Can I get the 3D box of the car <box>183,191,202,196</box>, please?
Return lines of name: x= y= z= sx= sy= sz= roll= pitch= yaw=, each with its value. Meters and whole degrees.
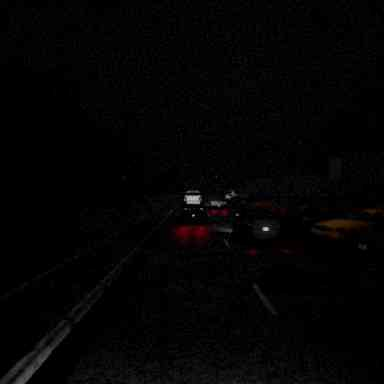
car: x=0.094 y=0.845 z=41.861 sx=2.150 sy=2.045 sz=5.566 roll=0 pitch=1 yaw=0

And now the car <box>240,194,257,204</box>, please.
car: x=7.894 y=1.240 z=32.928 sx=5.366 sy=1.575 sz=1.946 roll=0 pitch=1 yaw=-20

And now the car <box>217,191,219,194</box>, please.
car: x=8.092 y=0.899 z=65.810 sx=4.792 sy=1.488 sz=2.163 roll=1 pitch=0 yaw=-20

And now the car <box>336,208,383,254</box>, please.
car: x=8.042 y=1.492 z=12.090 sx=4.792 sy=1.488 sz=2.163 roll=1 pitch=1 yaw=-20

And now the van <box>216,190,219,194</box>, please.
van: x=7.960 y=0.619 z=68.734 sx=4.442 sy=1.987 sz=1.878 roll=1 pitch=1 yaw=-20

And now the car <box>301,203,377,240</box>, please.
car: x=7.897 y=1.439 z=15.018 sx=5.366 sy=1.575 sz=1.946 roll=1 pitch=1 yaw=-20

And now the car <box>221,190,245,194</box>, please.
car: x=8.096 y=0.724 z=53.880 sx=5.566 sy=2.045 sz=2.435 roll=1 pitch=0 yaw=-20

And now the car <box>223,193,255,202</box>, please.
car: x=8.073 y=0.946 z=56.847 sx=5.008 sy=1.535 sz=2.097 roll=1 pitch=1 yaw=-20

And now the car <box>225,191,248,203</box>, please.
car: x=8.077 y=1.008 z=50.882 sx=4.892 sy=1.521 sz=2.231 roll=1 pitch=1 yaw=-20

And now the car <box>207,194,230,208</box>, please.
car: x=3.098 y=1.246 z=40.330 sx=1.895 sy=1.301 sz=4.718 roll=0 pitch=1 yaw=0

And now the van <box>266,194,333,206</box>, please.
van: x=7.964 y=1.139 z=23.989 sx=4.442 sy=1.987 sz=1.878 roll=1 pitch=1 yaw=-20

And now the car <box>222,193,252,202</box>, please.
car: x=8.060 y=0.920 z=59.832 sx=4.892 sy=1.521 sz=2.231 roll=1 pitch=0 yaw=-20

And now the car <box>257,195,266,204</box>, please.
car: x=8.041 y=1.202 z=27.017 sx=4.553 sy=1.767 sz=2.185 roll=0 pitch=1 yaw=-20

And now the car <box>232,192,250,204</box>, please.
car: x=7.895 y=1.151 z=38.893 sx=5.366 sy=1.575 sz=1.946 roll=0 pitch=1 yaw=-20

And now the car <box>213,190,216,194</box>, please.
car: x=7.894 y=0.817 z=71.695 sx=5.366 sy=1.575 sz=1.946 roll=1 pitch=1 yaw=-20

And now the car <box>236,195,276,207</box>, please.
car: x=8.063 y=1.155 z=41.942 sx=4.674 sy=1.452 sz=2.002 roll=1 pitch=1 yaw=-20

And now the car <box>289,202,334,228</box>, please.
car: x=8.095 y=1.454 z=18.087 sx=4.792 sy=1.488 sz=2.163 roll=1 pitch=0 yaw=-20

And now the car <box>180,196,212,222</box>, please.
car: x=0.099 y=1.354 z=24.952 sx=2.128 sy=1.511 sz=4.902 roll=0 pitch=1 yaw=0

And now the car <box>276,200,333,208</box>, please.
car: x=8.064 y=1.435 z=21.059 sx=4.674 sy=1.452 sz=2.002 roll=1 pitch=0 yaw=-20

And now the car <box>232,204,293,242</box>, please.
car: x=3.099 y=1.513 z=15.965 sx=1.994 sy=1.385 sz=4.181 roll=0 pitch=0 yaw=0
